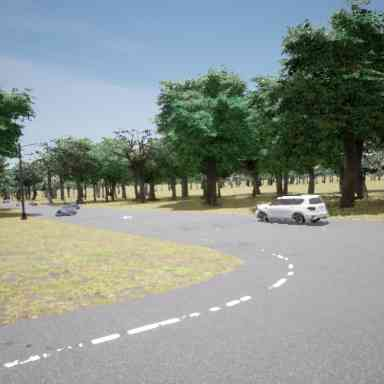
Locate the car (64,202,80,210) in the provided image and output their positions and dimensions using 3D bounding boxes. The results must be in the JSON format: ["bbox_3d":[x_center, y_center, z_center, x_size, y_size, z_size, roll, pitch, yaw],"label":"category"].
[{"bbox_3d":[-25.508,2.952,70.643,1.812,1.442,4.674,-4,1,-36],"label":"car"}]

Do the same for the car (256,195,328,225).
[{"bbox_3d":[7.358,1.325,25.093,2.150,2.045,5.566,-4,1,-36],"label":"car"}]

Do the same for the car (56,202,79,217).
[{"bbox_3d":[-18.511,2.688,48.969,2.097,1.767,4.553,-4,1,-35],"label":"car"}]
